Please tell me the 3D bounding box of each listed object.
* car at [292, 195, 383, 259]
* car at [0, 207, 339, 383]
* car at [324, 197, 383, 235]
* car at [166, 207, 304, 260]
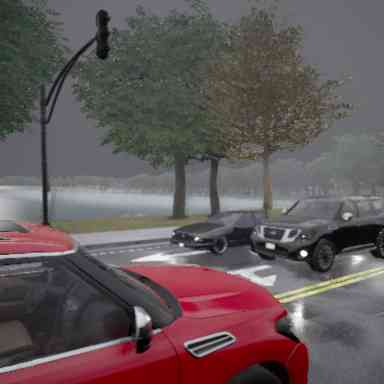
[{"bbox_3d":[4.418,1.141,10.776,5.566,2.045,2.150,0,1,-35],"label":"car"},{"bbox_3d":[-1.600,1.199,2.277,5.566,2.045,2.150,0,1,-35],"label":"car"},{"bbox_3d":[9.586,1.222,18.427,4.553,1.767,2.097,0,1,-35],"label":"car"},{"bbox_3d":[1.809,1.421,12.917,5.357,1.411,2.033,0,1,-35],"label":"car"}]
